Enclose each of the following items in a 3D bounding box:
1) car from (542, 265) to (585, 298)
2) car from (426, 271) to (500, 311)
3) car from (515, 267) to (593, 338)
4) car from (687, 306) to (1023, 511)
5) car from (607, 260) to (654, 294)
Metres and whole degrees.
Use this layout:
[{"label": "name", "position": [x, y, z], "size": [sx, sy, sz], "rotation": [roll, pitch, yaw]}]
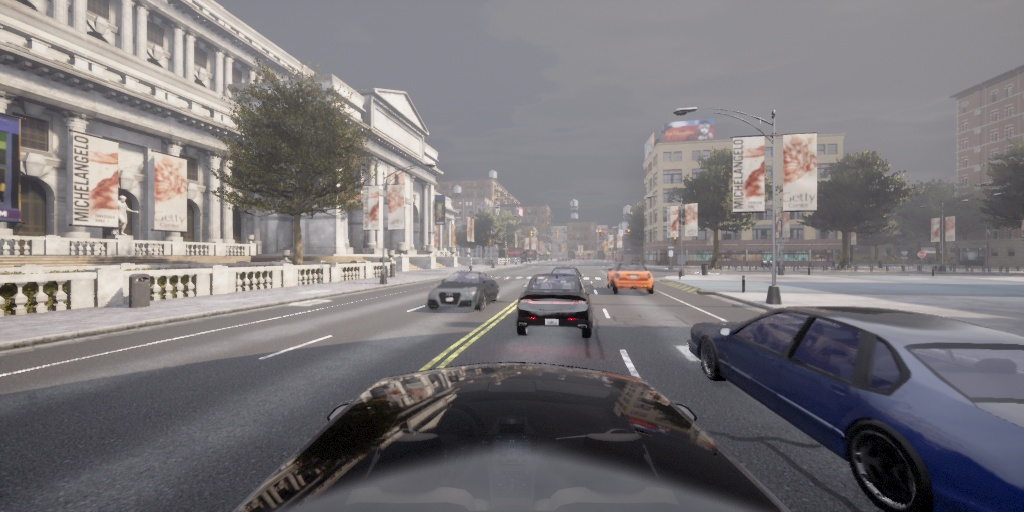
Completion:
[{"label": "car", "position": [2.945, 1.297, 19.763], "size": [2.033, 1.411, 5.357], "rotation": [0, 0, 11]}, {"label": "car", "position": [-1.791, 1.314, 14.369], "size": [1.994, 1.385, 4.181], "rotation": [0, 0, 11]}, {"label": "car", "position": [1.270, 1.242, 10.287], "size": [2.128, 1.511, 4.902], "rotation": [0, 0, 9]}, {"label": "car", "position": [3.887, 1.298, 4.038], "size": [2.033, 1.411, 5.357], "rotation": [0, 0, 5]}, {"label": "car", "position": [6.710, 1.103, 20.755], "size": [2.097, 1.767, 4.553], "rotation": [0, 0, 10]}]
